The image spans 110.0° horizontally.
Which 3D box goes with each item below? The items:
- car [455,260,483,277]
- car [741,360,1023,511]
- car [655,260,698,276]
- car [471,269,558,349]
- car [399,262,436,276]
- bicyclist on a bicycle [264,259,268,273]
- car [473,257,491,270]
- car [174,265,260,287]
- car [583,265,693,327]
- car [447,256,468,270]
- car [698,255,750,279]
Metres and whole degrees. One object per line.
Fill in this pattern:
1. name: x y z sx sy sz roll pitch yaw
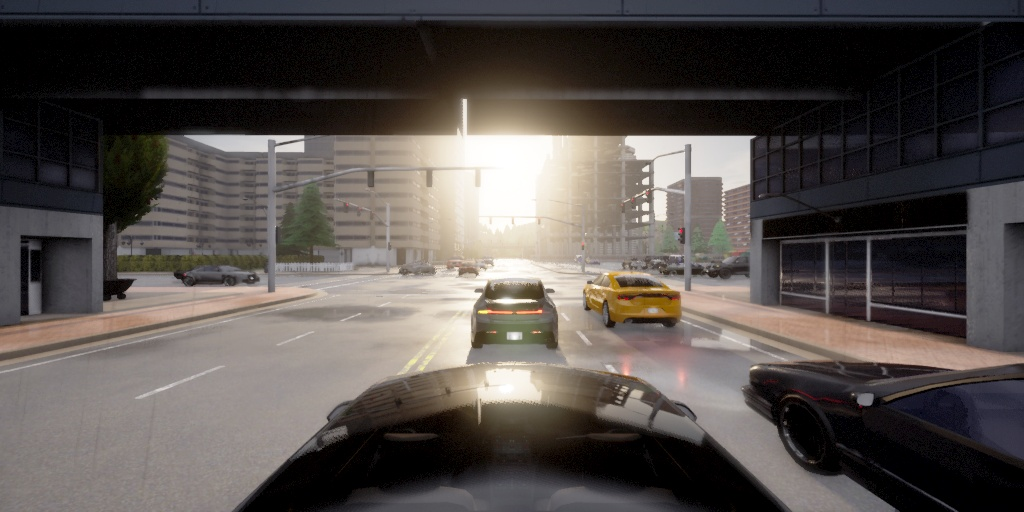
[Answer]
1. car: -4.305 1.351 36.244 1.895 1.301 4.718 0 0 -2
2. car: 3.600 1.297 1.706 2.033 1.411 5.357 0 0 0
3. car: 16.882 1.351 34.938 4.718 1.301 1.895 0 0 0
4. car: 0.064 1.255 9.162 1.837 1.490 4.892 0 0 0
5. car: -9.847 1.314 37.599 1.994 1.385 4.181 0 0 24
6. bicyclist on a bicycle: -26.006 1.051 38.419 0.582 1.620 1.656 0 0 0
7. car: -4.524 1.297 50.565 2.033 1.411 5.357 0 0 0
8. car: -19.383 1.314 23.971 4.181 1.385 1.994 0 0 0
9. car: 3.575 1.228 11.533 1.882 1.535 5.008 0 0 0
10. car: -8.030 0.972 52.190 2.150 2.045 5.566 0 0 0
11. car: 19.895 0.971 31.400 5.566 2.045 2.150 0 0 1
